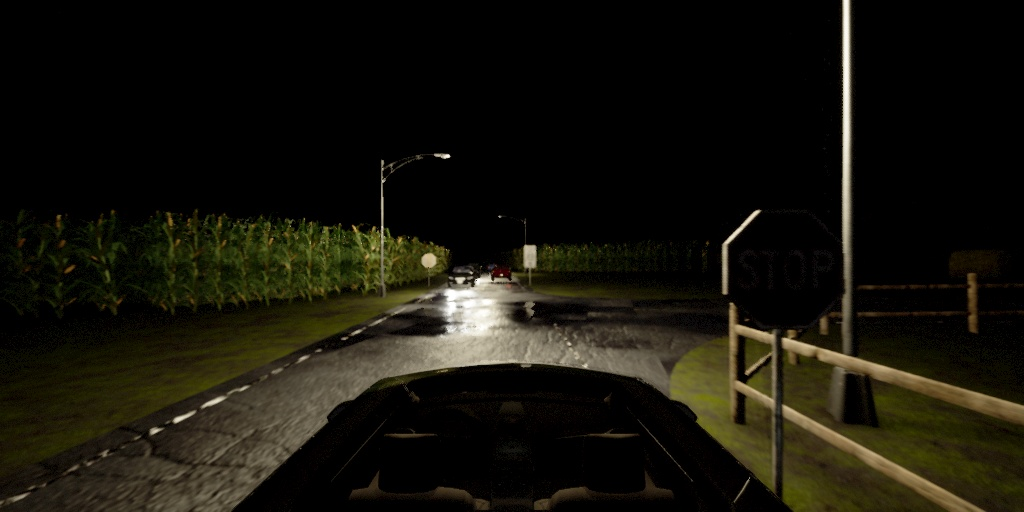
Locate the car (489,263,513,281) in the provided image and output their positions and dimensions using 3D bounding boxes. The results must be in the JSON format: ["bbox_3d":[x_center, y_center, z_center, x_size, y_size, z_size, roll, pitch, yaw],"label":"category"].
[{"bbox_3d":[-1.093,1.589,34.958,1.812,1.442,4.674,0,-1,-4],"label":"car"}]

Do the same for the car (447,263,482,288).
[{"bbox_3d":[-3.548,1.472,26.120,2.128,1.511,4.902,0,-1,-3],"label":"car"}]

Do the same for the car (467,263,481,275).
[{"bbox_3d":[-5.159,1.713,48.940,1.837,1.490,4.892,0,-1,-5],"label":"car"}]

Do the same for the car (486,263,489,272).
[{"bbox_3d":[-3.231,1.851,58.280,2.033,1.411,5.357,0,-1,-6],"label":"car"}]
